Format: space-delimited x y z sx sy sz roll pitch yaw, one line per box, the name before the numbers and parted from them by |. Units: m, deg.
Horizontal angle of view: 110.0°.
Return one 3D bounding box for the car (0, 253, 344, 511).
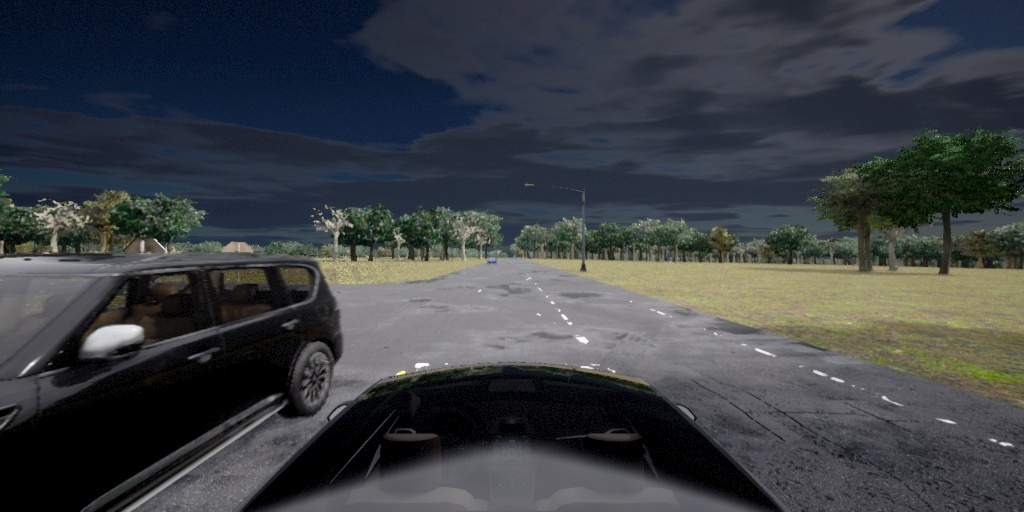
car | -3.502 0.984 2.973 2.150 2.045 5.566 0 0 0
